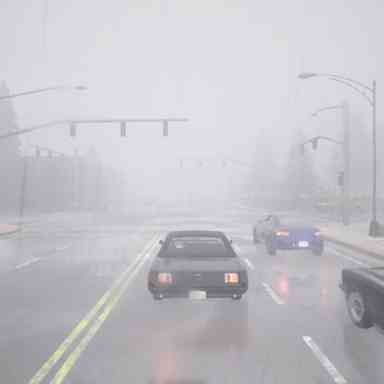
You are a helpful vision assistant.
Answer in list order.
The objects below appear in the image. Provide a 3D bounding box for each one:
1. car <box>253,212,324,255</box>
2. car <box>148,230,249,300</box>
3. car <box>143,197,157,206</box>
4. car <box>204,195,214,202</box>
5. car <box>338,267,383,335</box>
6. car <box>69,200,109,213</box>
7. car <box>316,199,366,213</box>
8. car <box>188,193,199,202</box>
[{"bbox_3d":[3.638,1.526,13.111,1.812,1.442,4.674,0,0,0],"label":"car"},{"bbox_3d":[0.100,1.601,8.320,1.895,1.301,4.718,0,0,0],"label":"car"},{"bbox_3d":[-6.848,1.525,54.590,1.812,1.442,4.674,0,0,0],"label":"car"},{"bbox_3d":[3.840,1.355,74.996,2.097,1.767,4.553,0,0,0],"label":"car"},{"bbox_3d":[3.614,1.601,4.008,1.895,1.301,4.718,0,0,0],"label":"car"},{"bbox_3d":[-11.507,1.564,37.195,4.181,1.385,1.994,0,0,-27],"label":"car"},{"bbox_3d":[16.084,1.478,36.090,5.008,1.535,1.882,0,0,0],"label":"car"},{"bbox_3d":[0.336,1.225,74.891,2.150,2.045,5.566,0,0,0],"label":"car"}]
